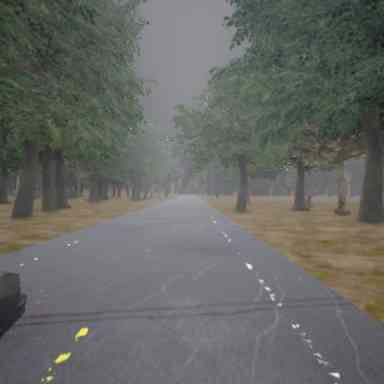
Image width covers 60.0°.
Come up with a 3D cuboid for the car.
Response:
[{"bbox_3d":[-3.501,1.551,2.919,2.033,1.411,5.357,0,0,0],"label":"car"}]
